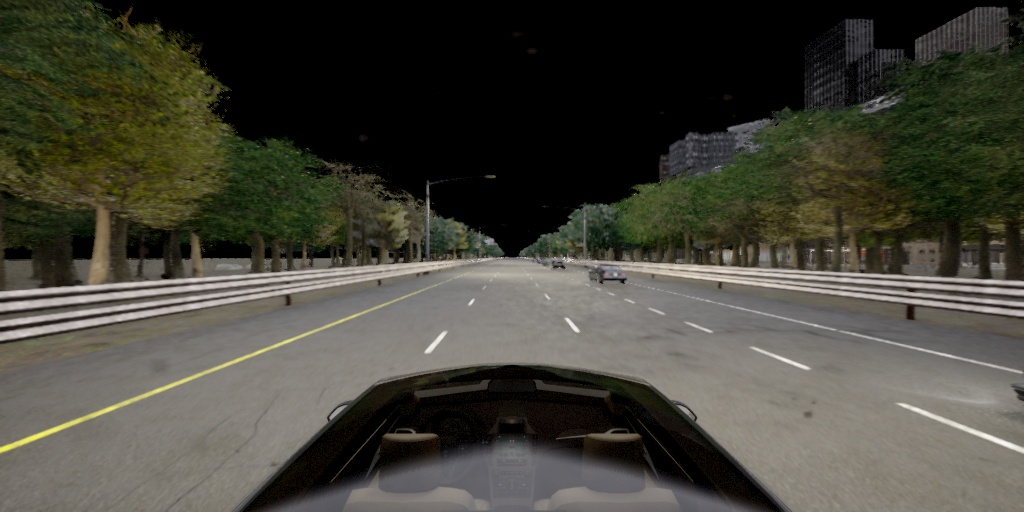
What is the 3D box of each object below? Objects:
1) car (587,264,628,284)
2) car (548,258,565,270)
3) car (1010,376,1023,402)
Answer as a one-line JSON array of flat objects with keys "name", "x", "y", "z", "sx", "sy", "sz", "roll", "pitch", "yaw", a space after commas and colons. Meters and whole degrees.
[{"name": "car", "x": 6.999, "y": 1.319, "z": 26.773, "sx": 2.033, "sy": 1.411, "sz": 5.357, "roll": 0, "pitch": 0, "yaw": 0}, {"name": "car", "x": 7.075, "y": 1.322, "z": 55.668, "sx": 1.837, "sy": 1.490, "sz": 4.892, "roll": 0, "pitch": 0, "yaw": 0}, {"name": "car", "x": 7.000, "y": 1.298, "z": 1.815, "sx": 2.033, "sy": 1.411, "sz": 5.357, "roll": 0, "pitch": 0, "yaw": 0}]
